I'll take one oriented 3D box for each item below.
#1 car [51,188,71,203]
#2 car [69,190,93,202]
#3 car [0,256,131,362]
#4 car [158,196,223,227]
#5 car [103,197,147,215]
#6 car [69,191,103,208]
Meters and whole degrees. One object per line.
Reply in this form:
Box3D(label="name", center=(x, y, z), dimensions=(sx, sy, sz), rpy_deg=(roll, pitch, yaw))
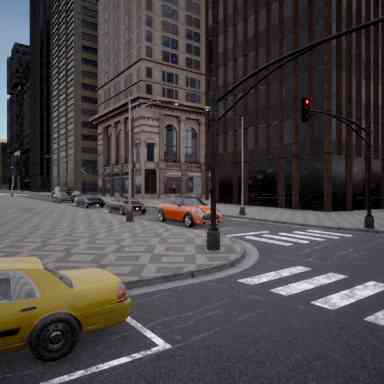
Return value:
Box3D(label="car", center=(-16.667, 0.662, 43.155), dimensions=(1.837, 1.490, 4.892), rpy_deg=(0, 1, -36))
Box3D(label="car", center=(-15.960, 0.576, 47.513), dimensions=(1.882, 1.535, 5.008), rpy_deg=(0, 1, -36))
Box3D(label="car", center=(-3.233, 1.525, 4.343), dimensions=(4.829, 1.417, 1.752), rpy_deg=(0, 0, -36))
Box3D(label="car", center=(-0.200, 1.050, 20.116), dimensions=(2.097, 1.767, 4.553), rpy_deg=(0, 1, -36))
Box3D(label="car", center=(-5.399, 1.088, 27.372), dimensions=(1.994, 1.385, 4.181), rpy_deg=(0, 1, -36))
Box3D(label="car", center=(-10.826, 0.893, 34.952), dimensions=(2.033, 1.411, 5.357), rpy_deg=(0, 1, -35))
